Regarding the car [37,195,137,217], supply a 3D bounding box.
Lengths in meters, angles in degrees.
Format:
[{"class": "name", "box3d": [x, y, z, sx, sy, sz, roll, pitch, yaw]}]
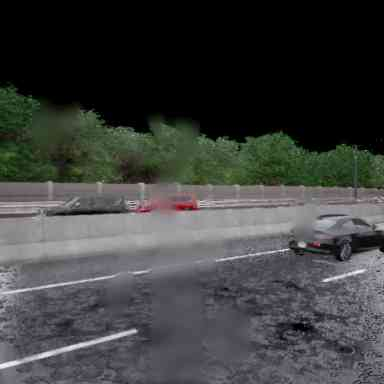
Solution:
[{"class": "car", "box3d": [-6.633, 1.207, 20.751, 5.566, 2.045, 2.150, 0, 0, -35]}]

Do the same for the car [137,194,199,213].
[{"class": "car", "box3d": [-1.998, 1.208, 28.339, 5.566, 2.045, 2.150, 0, 0, -35]}]

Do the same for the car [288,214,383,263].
[{"class": "car", "box3d": [5.414, 1.527, 12.030, 4.674, 1.442, 1.812, 0, 0, -35]}]

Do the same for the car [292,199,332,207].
[{"class": "car", "box3d": [12.854, 1.559, 34.562, 4.181, 1.385, 1.994, 0, 0, -35]}]

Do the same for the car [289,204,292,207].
[{"class": "car", "box3d": [13.422, 1.556, 39.231, 4.892, 1.490, 1.837, 0, 0, -35]}]
